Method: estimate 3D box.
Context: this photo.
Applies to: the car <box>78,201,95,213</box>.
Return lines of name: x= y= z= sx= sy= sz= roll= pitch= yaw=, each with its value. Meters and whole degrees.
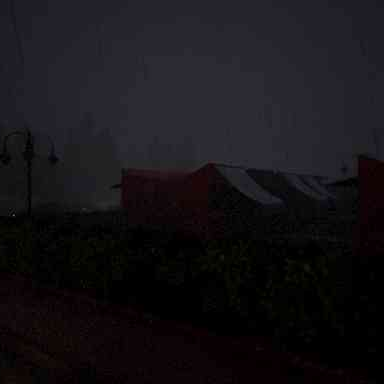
car: x=-12.096 y=1.619 z=34.243 sx=1.994 sy=1.385 sz=4.181 roll=0 pitch=0 yaw=36

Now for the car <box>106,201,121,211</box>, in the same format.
car: x=-6.862 y=1.533 z=35.493 sx=1.882 sy=1.535 sz=5.008 roll=0 pitch=0 yaw=36

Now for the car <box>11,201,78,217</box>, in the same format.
car: x=-12.437 y=1.560 z=27.804 sx=1.837 sy=1.490 sz=4.892 roll=0 pitch=0 yaw=36
